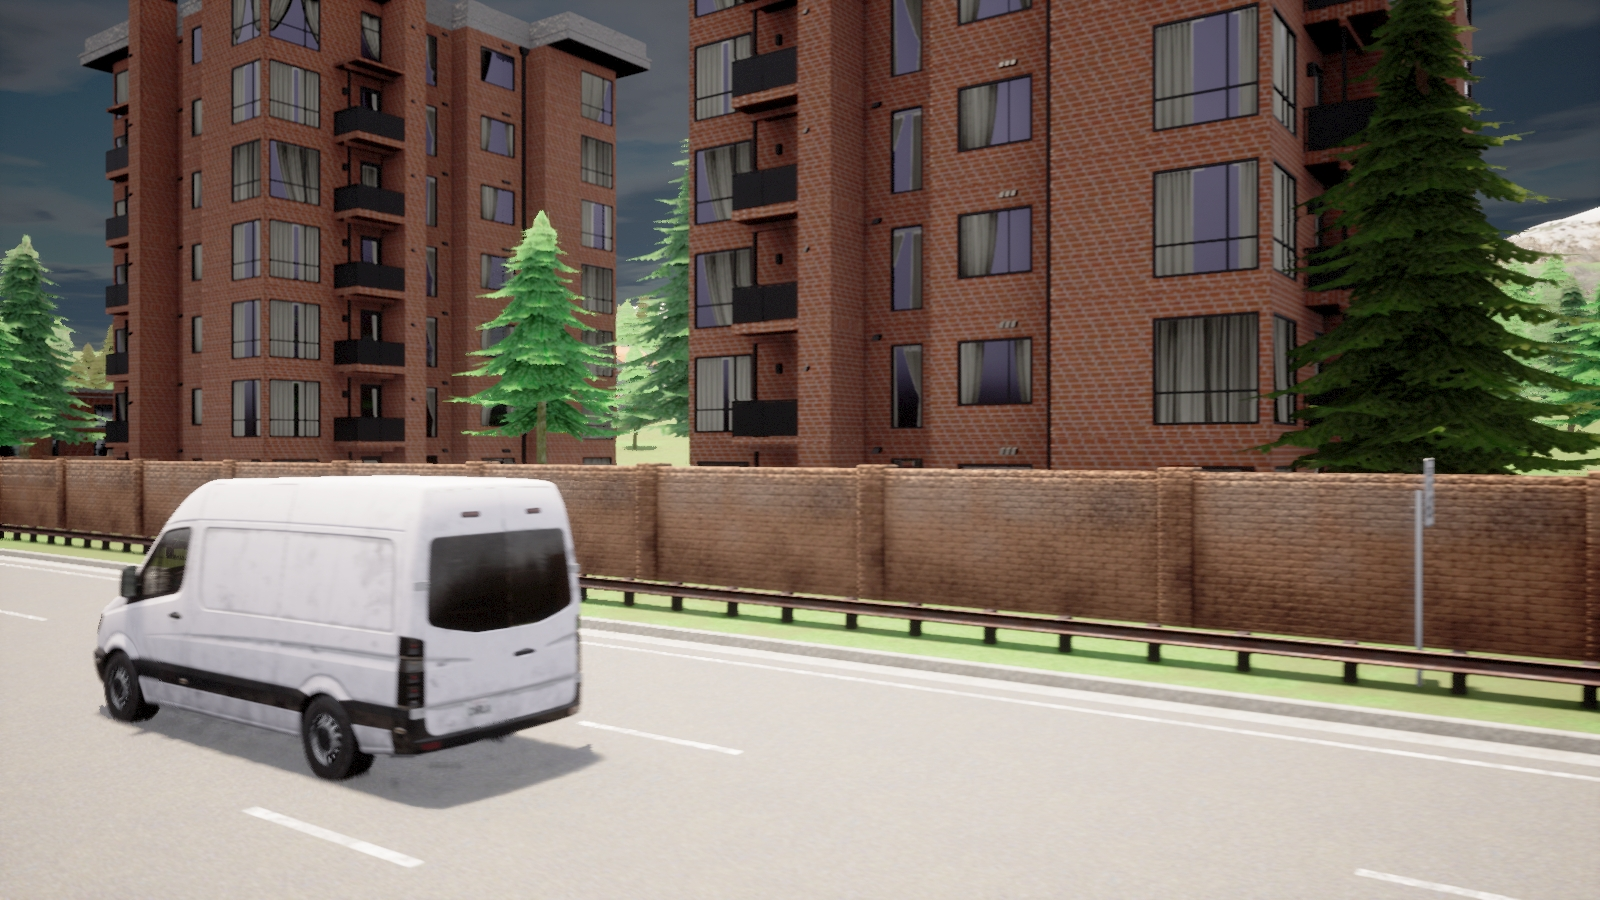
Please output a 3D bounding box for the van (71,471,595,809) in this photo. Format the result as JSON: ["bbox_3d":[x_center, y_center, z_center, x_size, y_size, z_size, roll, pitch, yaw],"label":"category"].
[{"bbox_3d":[-4.900,1.542,11.487,5.915,2.561,1.988,0,0,35],"label":"van"}]
